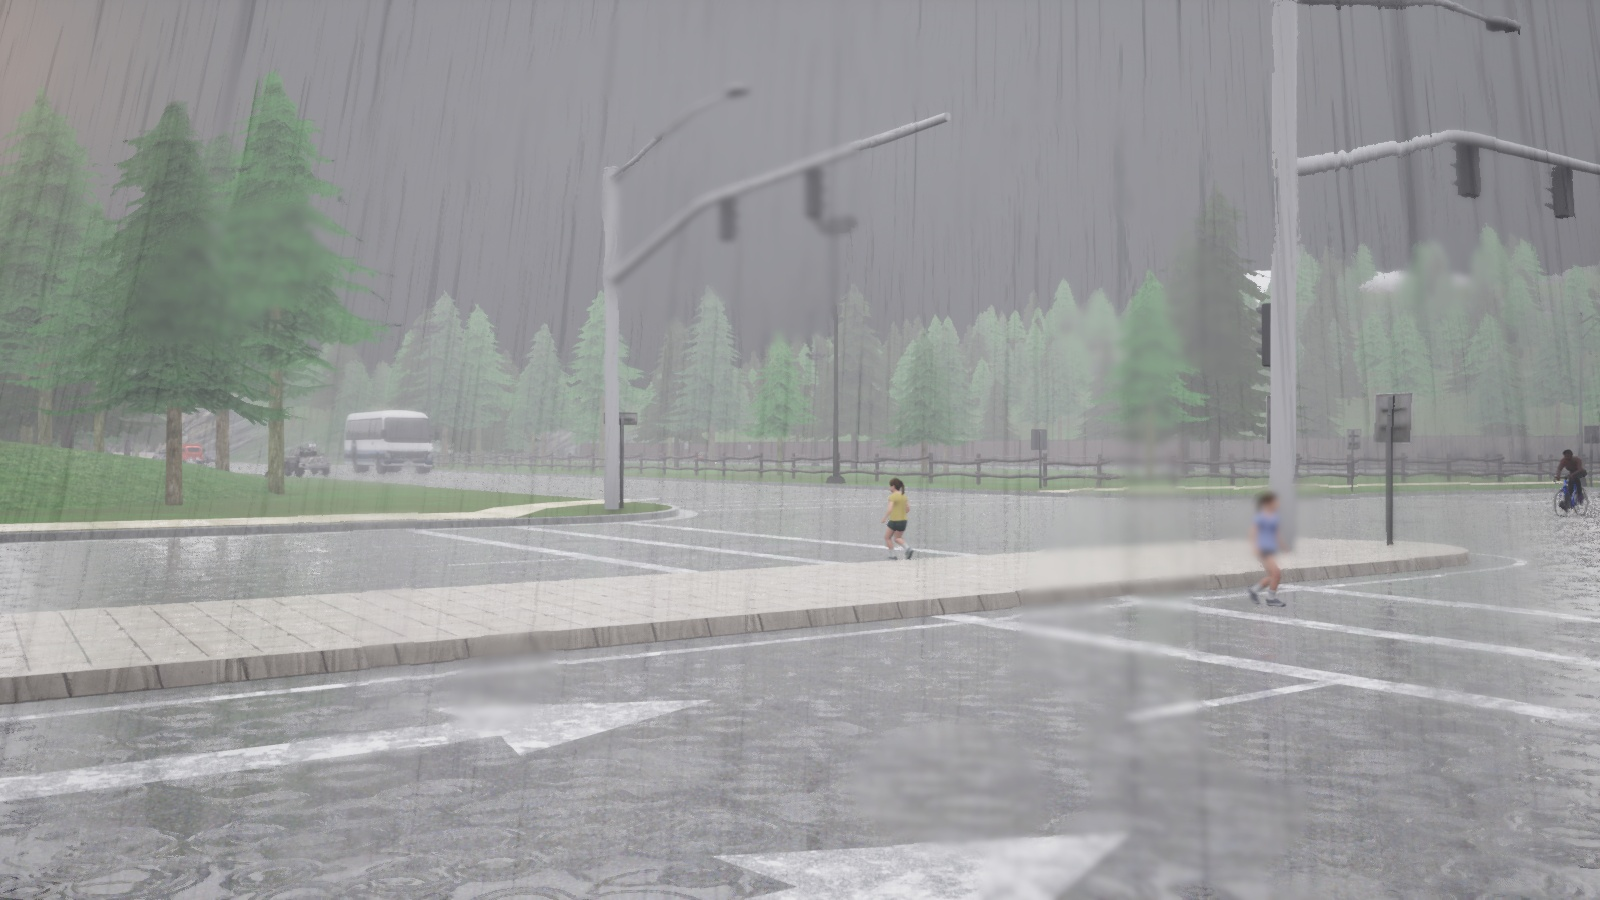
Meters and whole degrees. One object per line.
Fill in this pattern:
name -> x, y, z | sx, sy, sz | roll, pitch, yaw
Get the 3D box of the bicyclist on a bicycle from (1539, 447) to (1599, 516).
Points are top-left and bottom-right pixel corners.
bicyclist on a bicycle -> 18.447, 0.732, 30.096 | 1.656, 1.620, 0.582 | 0, 0, -34

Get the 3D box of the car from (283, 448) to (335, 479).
car -> -29.819, 0.811, 76.214 | 1.932, 1.855, 4.605 | 0, 0, -34

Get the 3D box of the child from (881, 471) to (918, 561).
child -> 1.244, 0.820, 15.719 | 0.255, 1.110, 0.394 | 0, 0, -42

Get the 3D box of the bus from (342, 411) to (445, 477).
bus -> -27.922, -0.363, 85.837 | 3.944, 4.253, 10.273 | 0, 0, -34

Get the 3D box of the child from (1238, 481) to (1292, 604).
child -> 4.350, 0.853, 11.748 | 0.255, 1.110, 0.394 | 0, 0, -39
